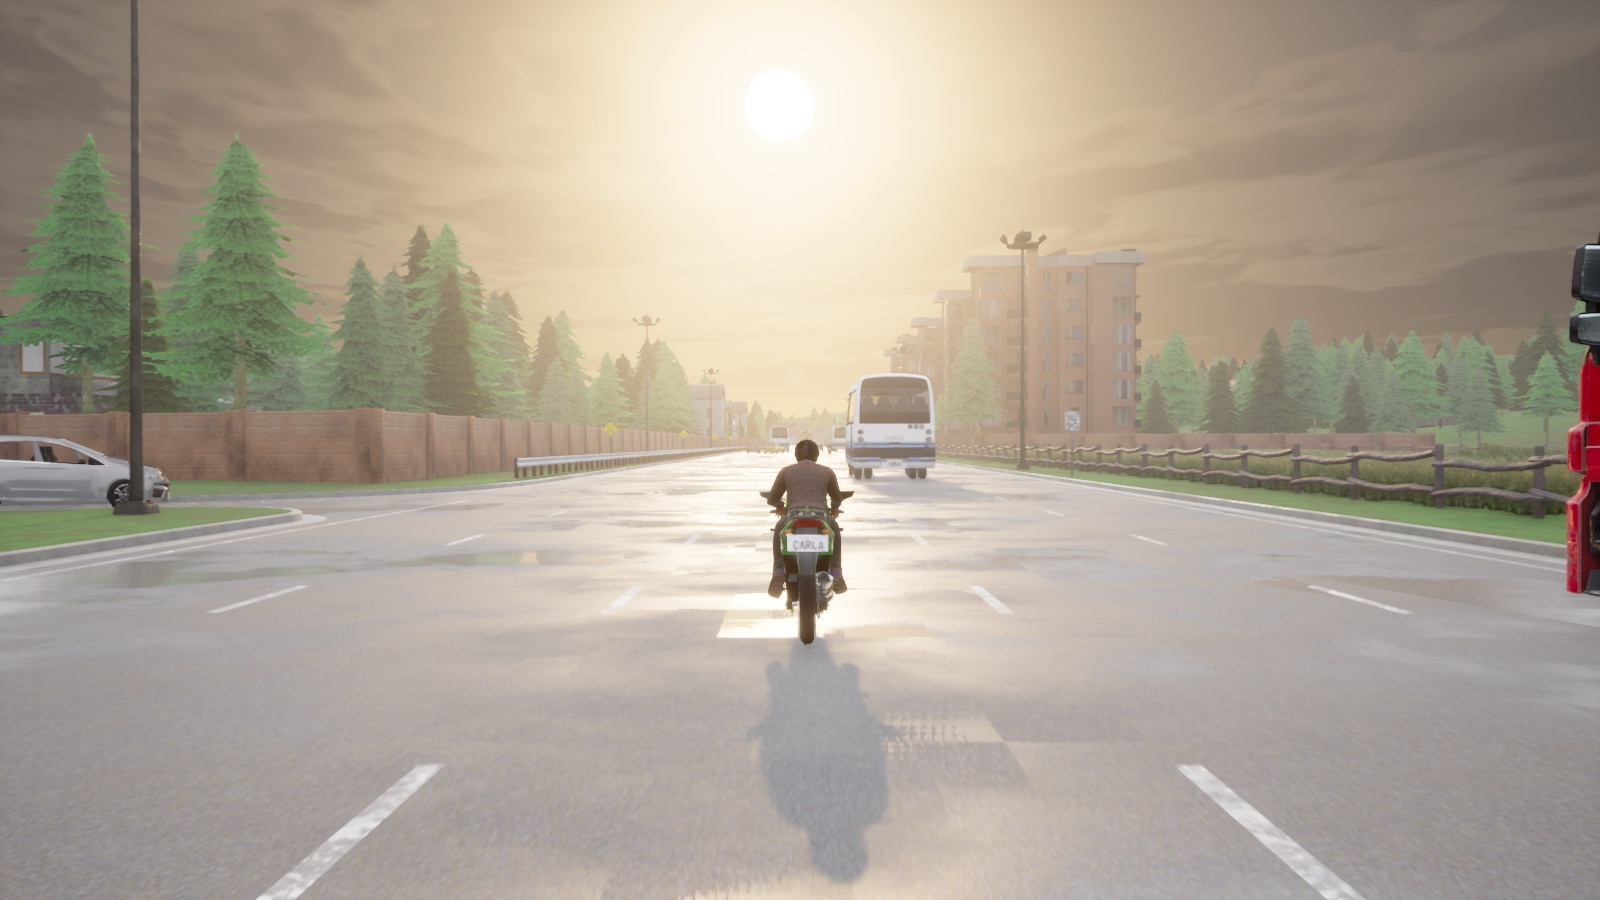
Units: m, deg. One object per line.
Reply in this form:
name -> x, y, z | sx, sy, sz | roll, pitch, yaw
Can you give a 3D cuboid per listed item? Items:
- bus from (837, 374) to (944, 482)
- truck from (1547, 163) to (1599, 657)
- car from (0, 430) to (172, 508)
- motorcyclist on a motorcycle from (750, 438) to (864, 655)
bus -> 3.727, -0.935, 54.719 | 3.944, 4.253, 10.273 | 0, 1, 0
truck -> 7.039, -0.261, 5.446 | 2.891, 3.462, 7.936 | 0, 0, 0
car -> -16.620, 0.412, 27.923 | 4.611, 1.667, 2.242 | 1, 0, -23
motorcyclist on a motorcycle -> 0.055, 0.673, 9.838 | 0.797, 1.523, 2.044 | 0, 0, 0
